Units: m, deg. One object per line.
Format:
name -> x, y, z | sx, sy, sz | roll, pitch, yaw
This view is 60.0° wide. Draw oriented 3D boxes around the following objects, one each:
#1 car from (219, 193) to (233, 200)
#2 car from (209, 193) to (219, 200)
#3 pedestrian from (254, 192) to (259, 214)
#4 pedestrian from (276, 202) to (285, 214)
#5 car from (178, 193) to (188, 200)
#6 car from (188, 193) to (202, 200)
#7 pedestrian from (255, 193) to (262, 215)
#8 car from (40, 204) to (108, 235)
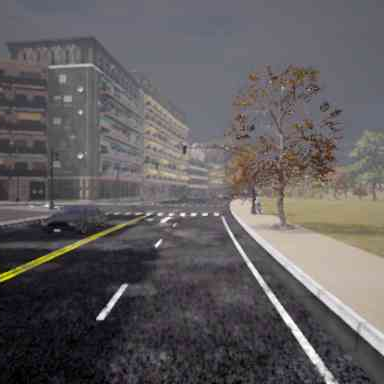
car -> 8.802, 1.216, 85.321 | 2.033, 1.411, 5.357 | 0, 0, 12
car -> 5.611, 1.188, 85.939 | 2.128, 1.511, 4.902 | 0, 0, 12
pedestrian -> 5.620, 0.959, 29.180 | 0.375, 1.860, 0.375 | 0, 0, 4
pedestrian -> 7.595, 1.006, 28.445 | 0.375, 1.860, 0.375 | 0, 0, 4
car -> -2.049, 1.142, 80.743 | 1.837, 1.490, 4.892 | 0, 0, 10
car -> 1.134, 1.010, 80.080 | 2.097, 1.767, 4.553 | 0, 0, 10
pedestrian -> 5.600, 0.965, 27.978 | 0.375, 1.860, 0.375 | 0, 0, 4
car -> -6.166, 1.396, 18.150 | 2.033, 1.411, 5.357 | 0, 0, 3
